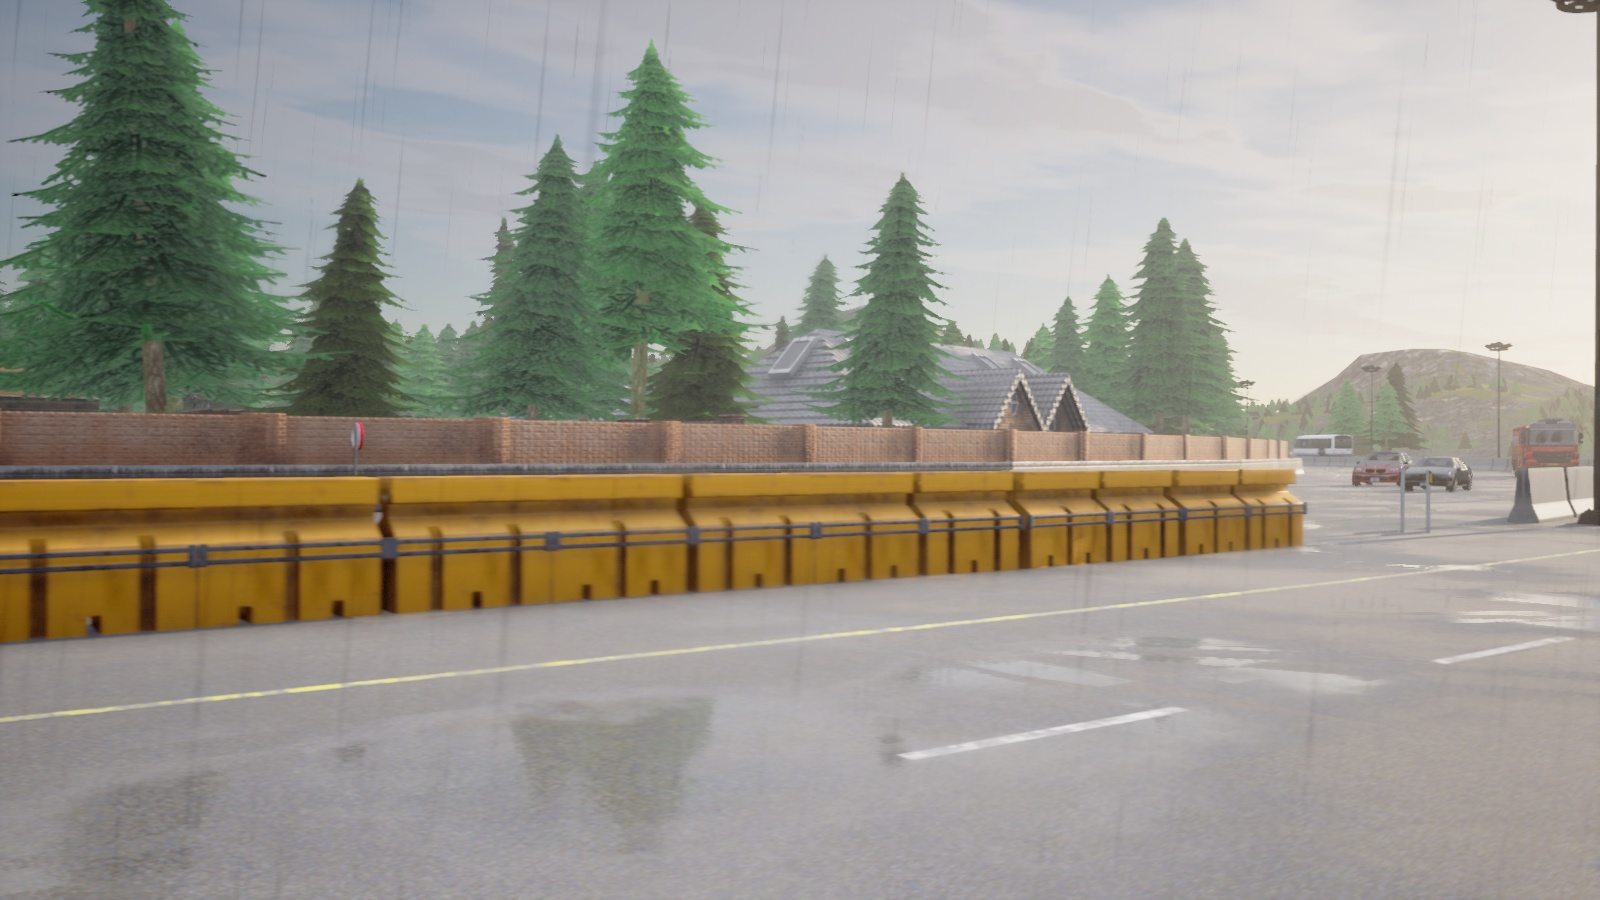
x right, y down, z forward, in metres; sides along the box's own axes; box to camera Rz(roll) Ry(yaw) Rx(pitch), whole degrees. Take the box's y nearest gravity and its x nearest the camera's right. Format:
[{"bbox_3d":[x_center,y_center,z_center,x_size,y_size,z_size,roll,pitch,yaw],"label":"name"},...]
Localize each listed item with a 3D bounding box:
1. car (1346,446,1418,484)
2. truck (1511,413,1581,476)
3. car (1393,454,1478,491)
[{"bbox_3d":[27.352,0.676,58.903,2.242,1.667,4.611,0,0,35],"label":"car"},{"bbox_3d":[48.146,-0.323,81.238,2.891,3.827,8.468,0,0,24],"label":"truck"},{"bbox_3d":[25.885,0.863,51.058,2.033,1.411,5.357,0,0,39],"label":"car"}]
